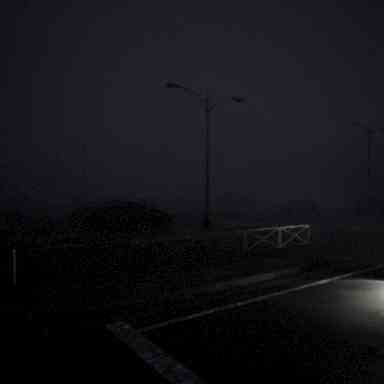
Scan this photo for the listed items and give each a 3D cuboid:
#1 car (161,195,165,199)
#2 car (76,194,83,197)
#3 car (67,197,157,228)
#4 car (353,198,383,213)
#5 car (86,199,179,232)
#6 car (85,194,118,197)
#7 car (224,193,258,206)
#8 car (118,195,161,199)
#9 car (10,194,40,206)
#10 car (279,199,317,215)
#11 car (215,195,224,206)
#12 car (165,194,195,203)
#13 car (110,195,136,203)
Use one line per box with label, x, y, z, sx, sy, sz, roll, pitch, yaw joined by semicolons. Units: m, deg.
car;-5.777;1.276;66.877;3.806;1.475;1.970;0;0;-35
car;-17.889;1.122;54.423;4.605;1.855;1.932;0;0;-35
car;-5.169;1.342;21.478;5.027;1.636;2.152;0;0;-35
car;18.011;1.414;33.845;3.633;1.501;1.845;0;0;-35
car;-3.331;1.351;18.936;4.514;1.523;2.007;0;0;-35
car;-11.343;1.320;43.802;4.514;1.523;2.007;0;0;-35
car;7.487;1.140;49.162;4.605;1.855;1.932;0;0;-35
car;-5.657;1.341;35.584;3.633;1.501;1.845;0;0;-35
car;-24.820;1.376;49.539;3.806;1.475;1.970;0;0;-35
car;10.220;1.417;32.041;3.806;1.475;1.970;0;0;-35
car;5.485;1.119;51.309;3.866;1.878;1.905;0;0;-35
car;-1.838;1.198;61.800;5.027;1.636;2.152;0;0;-35
car;-13.654;1.335;65.845;4.514;1.523;2.007;0;0;-35
